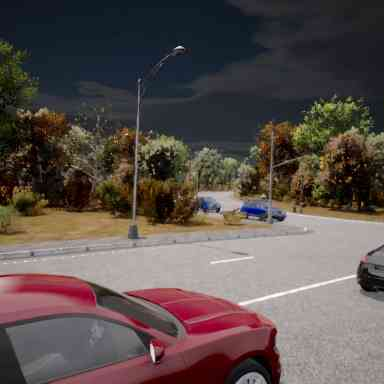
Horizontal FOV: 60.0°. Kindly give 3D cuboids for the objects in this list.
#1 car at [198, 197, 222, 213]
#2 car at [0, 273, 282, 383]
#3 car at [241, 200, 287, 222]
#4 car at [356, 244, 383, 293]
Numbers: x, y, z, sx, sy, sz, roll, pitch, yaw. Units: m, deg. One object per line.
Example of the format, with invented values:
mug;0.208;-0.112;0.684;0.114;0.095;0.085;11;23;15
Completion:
car;2.191;1.716;45.960;2.150;2.045;5.566;3;0;-18
car;-1.349;1.479;2.783;5.008;1.535;1.882;0;0;-36
car;7.068;1.865;33.358;2.150;2.045;5.566;3;-1;-24
car;5.800;1.665;7.936;4.181;1.385;1.994;1;-1;-35
